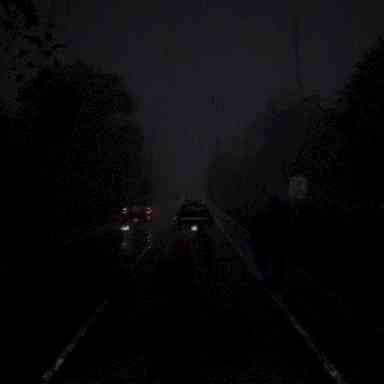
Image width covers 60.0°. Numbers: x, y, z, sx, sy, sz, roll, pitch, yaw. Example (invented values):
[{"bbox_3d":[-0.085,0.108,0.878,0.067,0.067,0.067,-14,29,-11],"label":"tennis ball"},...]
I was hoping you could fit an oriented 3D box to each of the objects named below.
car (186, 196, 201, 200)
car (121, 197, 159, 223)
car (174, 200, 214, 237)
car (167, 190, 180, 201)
[{"bbox_3d":[0.120,1.198,34.306,1.882,1.535,5.008,0,1,0],"label":"car"},{"bbox_3d":[-3.585,1.186,23.440,2.097,1.767,4.553,0,1,0],"label":"car"},{"bbox_3d":[0.109,1.380,17.192,2.128,1.511,4.902,0,0,0],"label":"car"},{"bbox_3d":[-3.477,0.560,64.235,2.150,2.045,5.566,0,1,0],"label":"car"}]
